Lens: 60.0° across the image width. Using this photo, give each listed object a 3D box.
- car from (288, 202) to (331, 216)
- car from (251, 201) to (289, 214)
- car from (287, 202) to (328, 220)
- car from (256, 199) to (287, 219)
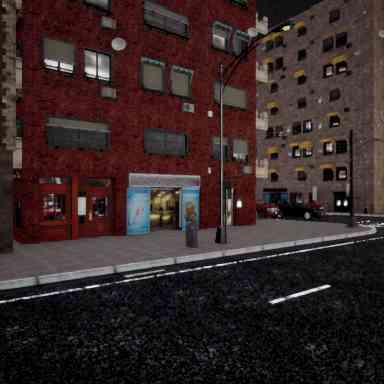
[{"bbox_3d":[13.016,1.847,37.181,1.802,1.307,4.206,-1,0,-37],"label":"car"},{"bbox_3d":[9.663,1.901,41.627,1.947,1.339,4.313,-1,0,-37],"label":"car"},{"bbox_3d":[9.999,1.712,31.365,1.882,1.535,5.008,0,-1,-37],"label":"car"},{"bbox_3d":[6.086,1.588,32.003,2.192,1.841,5.009,-1,0,-37],"label":"car"}]
